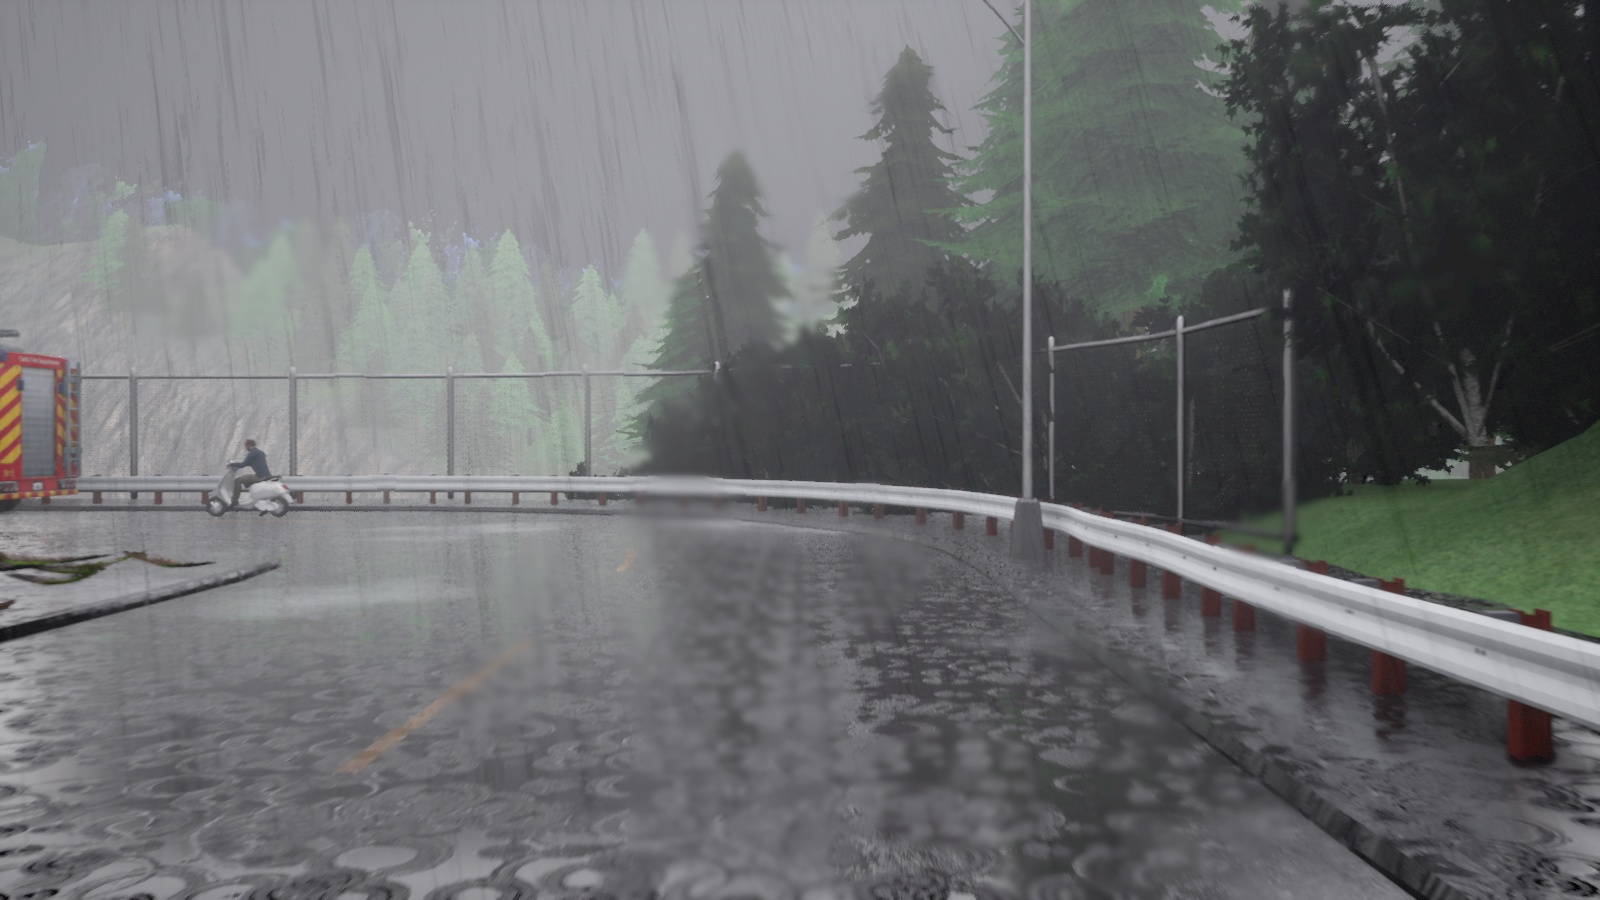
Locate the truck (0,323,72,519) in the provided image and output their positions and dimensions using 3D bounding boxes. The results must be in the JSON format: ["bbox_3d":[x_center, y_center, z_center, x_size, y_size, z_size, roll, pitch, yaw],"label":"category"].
[{"bbox_3d":[-19.921,-0.578,25.583,8.468,3.827,2.891,0,0,-1],"label":"truck"}]

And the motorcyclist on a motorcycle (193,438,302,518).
[{"bbox_3d":[-11.135,0.549,25.328,1.817,1.590,0.866,0,0,6],"label":"motorcyclist on a motorcycle"}]
